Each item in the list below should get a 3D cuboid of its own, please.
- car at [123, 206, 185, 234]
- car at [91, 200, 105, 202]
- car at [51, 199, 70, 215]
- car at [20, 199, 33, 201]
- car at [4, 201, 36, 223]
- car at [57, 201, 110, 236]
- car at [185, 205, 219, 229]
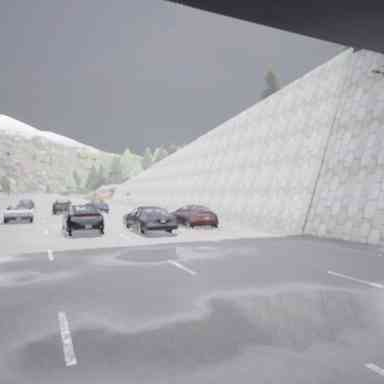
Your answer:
[{"bbox_3d":[-2.516,1.538,19.147,2.033,1.411,5.357,0,0,-25],"label":"car"},{"bbox_3d":[-10.141,1.532,35.657,2.033,1.411,5.357,0,0,-25],"label":"car"},{"bbox_3d":[-13.404,1.477,34.377,2.128,1.511,4.902,0,0,-25],"label":"car"},{"bbox_3d":[-18.770,1.532,37.647,2.033,1.411,5.357,0,0,-25],"label":"car"},{"bbox_3d":[-13.162,1.590,25.504,1.895,1.301,4.718,0,0,-25],"label":"car"},{"bbox_3d":[-6.160,1.483,18.686,2.128,1.511,4.902,0,0,-25],"label":"car"},{"bbox_3d":[0.059,1.553,21.917,1.994,1.385,4.181,0,0,-25],"label":"car"}]
